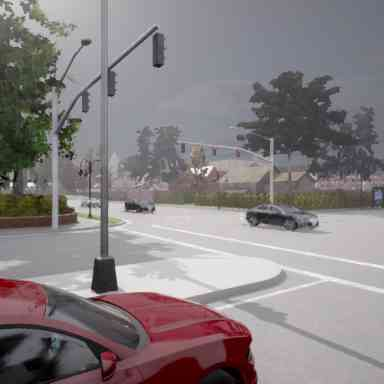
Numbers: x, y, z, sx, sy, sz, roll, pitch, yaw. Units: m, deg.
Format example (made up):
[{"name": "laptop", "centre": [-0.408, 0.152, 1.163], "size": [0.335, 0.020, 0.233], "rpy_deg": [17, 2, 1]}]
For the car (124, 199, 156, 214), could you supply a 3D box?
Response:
[{"name": "car", "centre": [-5.696, 1.492, 35.950], "size": [2.128, 1.511, 4.902], "rpy_deg": [0, 0, -36]}]

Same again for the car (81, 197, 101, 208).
[{"name": "car", "centre": [-14.743, 1.526, 48.438], "size": [1.812, 1.442, 4.674], "rpy_deg": [0, 0, -36]}]

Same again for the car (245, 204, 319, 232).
[{"name": "car", "centre": [5.389, 1.492, 20.440], "size": [2.128, 1.511, 4.902], "rpy_deg": [0, 0, -35]}]

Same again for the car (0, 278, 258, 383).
[{"name": "car", "centre": [-1.653, 1.478, 2.590], "size": [5.008, 1.535, 1.882], "rpy_deg": [0, 0, -35]}]
